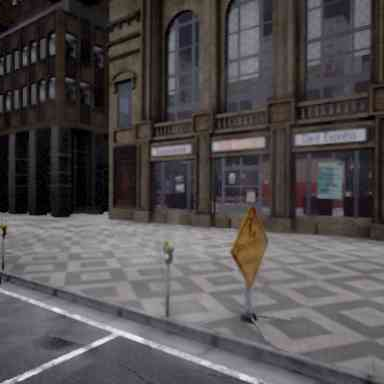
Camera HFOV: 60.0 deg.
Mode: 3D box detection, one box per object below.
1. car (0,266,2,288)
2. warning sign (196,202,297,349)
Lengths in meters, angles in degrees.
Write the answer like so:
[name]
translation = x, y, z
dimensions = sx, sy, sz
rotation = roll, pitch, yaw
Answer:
[car]
translation = -6.061, 1.430, 7.398
dimensions = 4.097, 1.590, 1.967
rotation = 0, 0, 36
[warning sign]
translation = 0.884, 1.113, 5.172
dimensions = 1.060, 1.860, 1.300
rotation = 1, 0, 36
